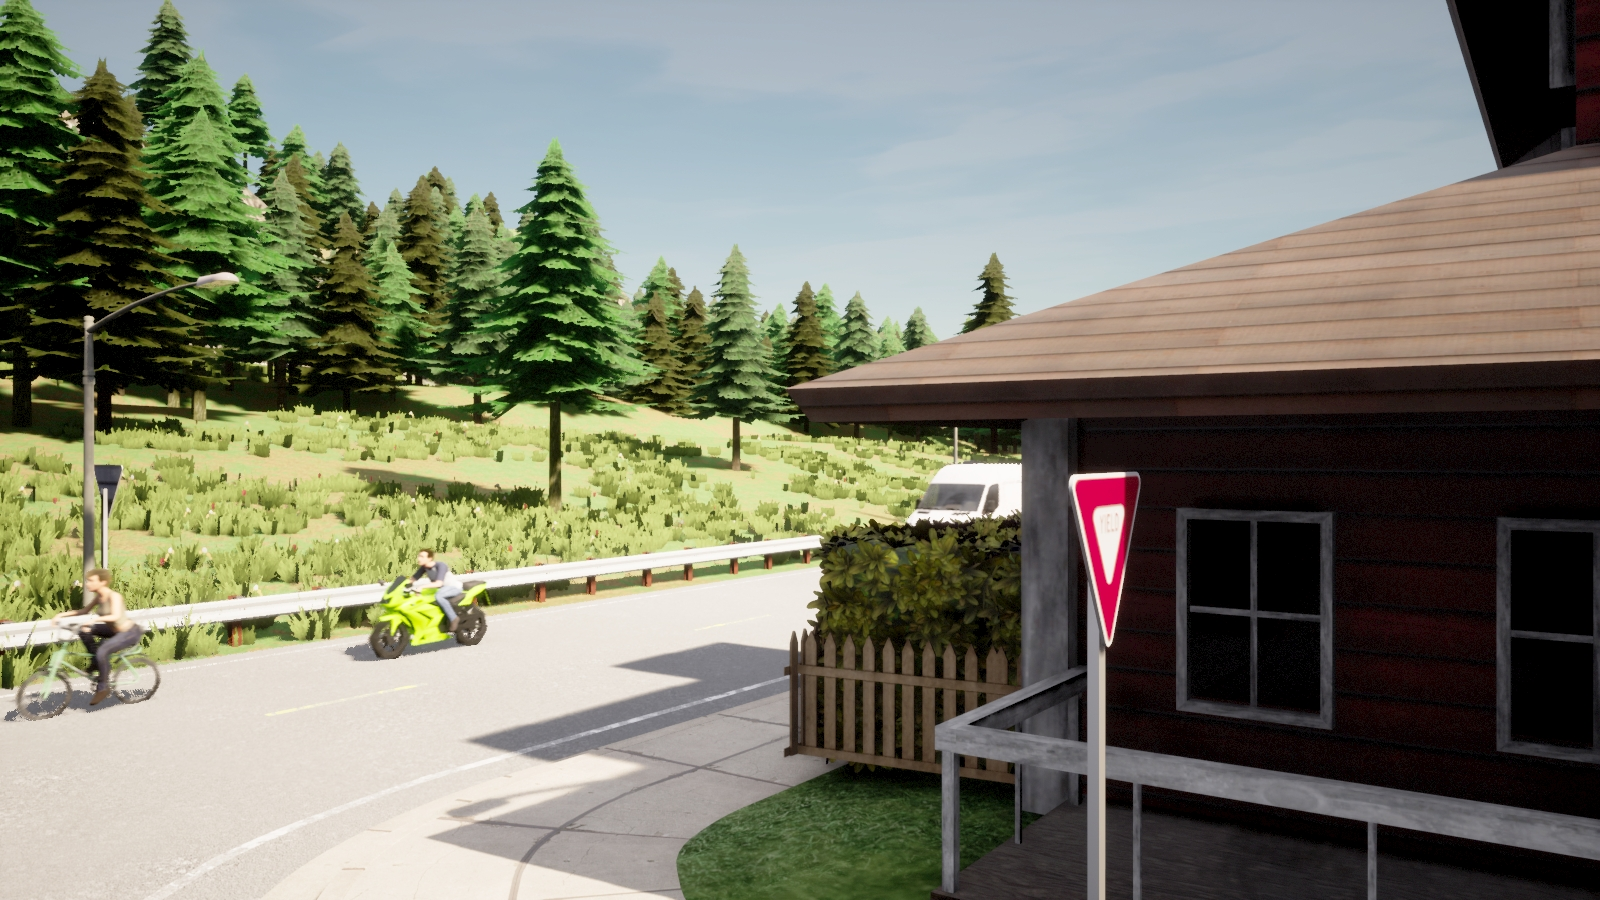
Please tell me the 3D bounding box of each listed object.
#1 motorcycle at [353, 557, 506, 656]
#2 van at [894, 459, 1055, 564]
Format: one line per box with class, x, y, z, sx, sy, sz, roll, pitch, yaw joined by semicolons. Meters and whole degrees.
motorcycle;-5.324;2.213;16.533;0.803;1.145;2.033;0;0;35
van;4.922;1.534;31.278;1.988;2.561;5.915;0;0;34
